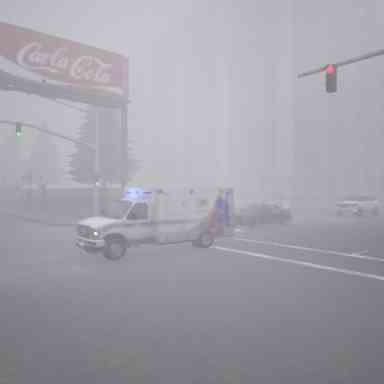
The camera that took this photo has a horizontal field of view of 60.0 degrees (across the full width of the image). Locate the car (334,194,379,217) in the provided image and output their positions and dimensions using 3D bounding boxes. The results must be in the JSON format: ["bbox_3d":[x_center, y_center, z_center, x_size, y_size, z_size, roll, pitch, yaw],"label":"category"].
[{"bbox_3d":[15.701,1.221,31.579,5.566,2.045,2.150,0,0,-39],"label":"car"}]

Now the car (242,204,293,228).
[{"bbox_3d":[4.628,1.545,22.458,5.357,1.411,2.033,0,0,-39],"label":"car"}]

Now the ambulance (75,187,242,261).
[{"bbox_3d":[-1.184,1.029,13.005,6.366,2.431,2.351,0,0,-39],"label":"ambulance"}]
